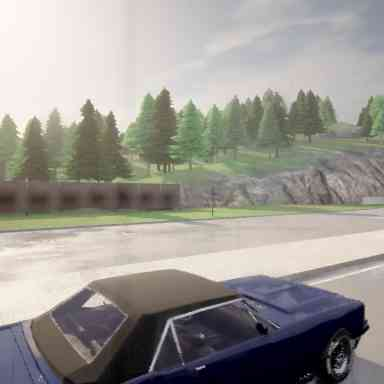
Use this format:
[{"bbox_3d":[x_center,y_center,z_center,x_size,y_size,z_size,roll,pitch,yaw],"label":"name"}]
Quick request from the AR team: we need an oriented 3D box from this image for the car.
[{"bbox_3d":[-0.027,1.600,3.726,4.718,1.301,1.895,0,0,-36],"label":"car"}]
